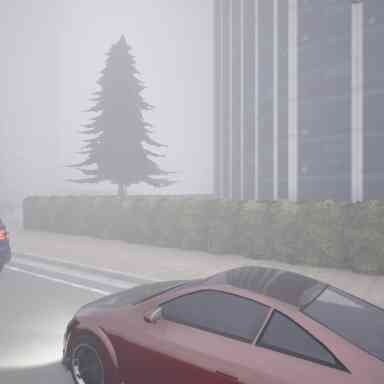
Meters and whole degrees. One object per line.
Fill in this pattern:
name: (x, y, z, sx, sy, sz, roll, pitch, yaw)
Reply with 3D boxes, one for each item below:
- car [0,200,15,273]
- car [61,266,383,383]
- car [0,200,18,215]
car: (-7.153, 1.221, 9.060, 5.566, 2.045, 2.150, 0, 0, 35)
car: (0.457, 1.564, 3.667, 4.181, 1.385, 1.994, 0, 0, 35)
car: (-20.361, 1.560, 33.239, 1.837, 1.490, 4.892, 0, 0, 35)
